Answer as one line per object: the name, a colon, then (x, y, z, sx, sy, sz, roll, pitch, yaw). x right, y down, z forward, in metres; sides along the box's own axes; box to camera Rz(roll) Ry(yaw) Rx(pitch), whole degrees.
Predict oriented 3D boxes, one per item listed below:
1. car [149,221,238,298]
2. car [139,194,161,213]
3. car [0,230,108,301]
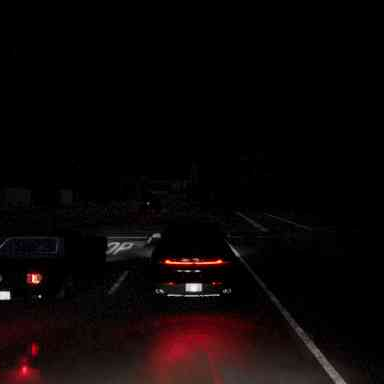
car: (0.000, 1.505, 8.526, 1.837, 1.490, 4.892, 0, 0, -1)
car: (-4.695, 1.273, 37.338, 2.150, 2.045, 5.566, 0, 0, -3)
car: (-3.486, 1.601, 8.285, 1.895, 1.301, 4.718, 0, 0, -1)
